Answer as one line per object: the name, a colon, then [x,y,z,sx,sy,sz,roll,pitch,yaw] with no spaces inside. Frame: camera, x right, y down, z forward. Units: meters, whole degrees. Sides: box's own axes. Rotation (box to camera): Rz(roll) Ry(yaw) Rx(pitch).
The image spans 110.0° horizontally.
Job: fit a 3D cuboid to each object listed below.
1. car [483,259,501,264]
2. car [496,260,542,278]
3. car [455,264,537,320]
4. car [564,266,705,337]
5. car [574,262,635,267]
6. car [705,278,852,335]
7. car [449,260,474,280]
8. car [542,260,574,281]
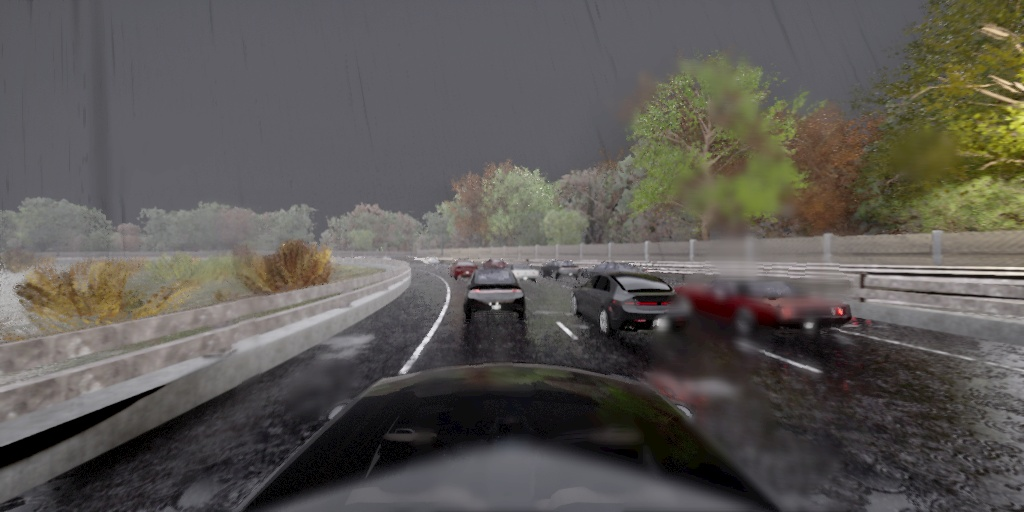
car: [-2.270,1.046,45.647,1.812,1.442,4.674,0,0,-24]
car: [0.401,1.216,26.582,1.895,1.301,4.718,0,0,-14]
car: [-0.670,1.187,12.327,2.128,1.511,4.902,0,0,-6]
car: [3.029,1.198,10.175,1.837,1.490,4.892,0,0,-5]
car: [7.339,1.136,26.281,2.033,1.411,5.357,0,0,-31]
car: [6.563,1.281,10.304,1.895,1.301,4.718,0,0,-4]
car: [-4.057,1.092,29.727,1.882,1.535,5.008,0,0,-16]
car: [3.628,1.087,27.969,2.128,1.511,4.902,0,0,-13]
